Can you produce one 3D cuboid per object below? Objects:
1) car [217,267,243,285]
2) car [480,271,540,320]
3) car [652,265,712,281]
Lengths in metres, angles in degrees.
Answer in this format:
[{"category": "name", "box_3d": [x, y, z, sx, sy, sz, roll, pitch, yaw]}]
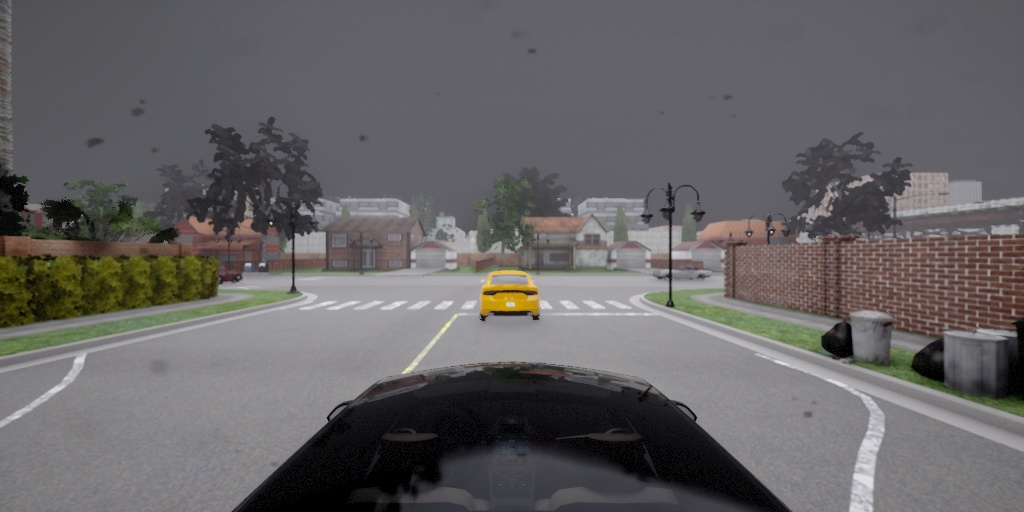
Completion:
[{"category": "car", "box_3d": [-23.581, 1.390, 27.603, 5.008, 1.535, 1.882, 0, 0, -1]}, {"category": "car", "box_3d": [-0.134, 1.276, 12.959, 1.882, 1.535, 5.008, 0, 0, -2]}, {"category": "car", "box_3d": [15.067, 1.503, 32.023, 4.718, 1.301, 1.895, 0, 0, -1]}]
